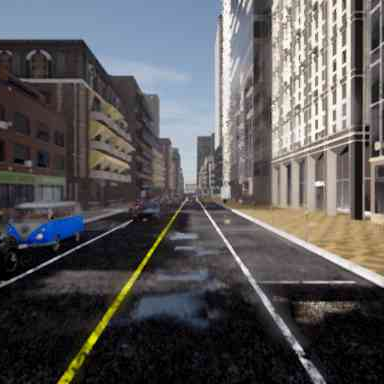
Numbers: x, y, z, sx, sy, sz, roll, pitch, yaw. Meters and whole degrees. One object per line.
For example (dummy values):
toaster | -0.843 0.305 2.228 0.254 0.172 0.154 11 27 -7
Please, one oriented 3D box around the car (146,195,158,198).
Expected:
car | -5.686 1.412 41.542 1.802 1.307 4.206 0 0 0

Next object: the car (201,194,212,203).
car | 2.697 1.188 64.134 1.967 1.590 4.097 0 0 0

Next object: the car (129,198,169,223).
car | -3.098 1.442 24.601 2.033 1.411 5.357 0 0 0

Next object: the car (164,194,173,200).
car | -5.683 1.256 81.081 1.947 1.339 4.313 0 0 0

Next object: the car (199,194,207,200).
car | 2.699 1.256 81.081 1.947 1.339 4.313 0 0 0

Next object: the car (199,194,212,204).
car | 2.696 1.293 58.657 1.752 1.417 4.829 0 0 0

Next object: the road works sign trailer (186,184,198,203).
road works sign trailer | 0.007 0.212 64.290 2.380 3.560 2.880 0 0 0

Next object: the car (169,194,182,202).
car | -3.008 1.266 65.769 1.812 1.442 4.674 0 0 1

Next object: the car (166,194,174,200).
car | -5.682 1.198 86.560 1.752 1.417 4.829 0 0 0

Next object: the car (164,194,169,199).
car | -5.684 1.208 58.487 1.967 1.590 4.097 0 0 0

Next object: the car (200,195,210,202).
car | 2.697 1.278 69.784 2.008 1.369 4.403 0 0 0

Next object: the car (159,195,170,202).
car | -5.683 1.279 69.784 2.008 1.369 4.403 0 0 0

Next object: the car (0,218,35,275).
car | -5.690 1.533 7.651 1.947 1.339 4.313 0 0 0

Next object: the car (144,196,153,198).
car | -5.687 1.432 35.893 1.802 1.307 4.206 0 0 0

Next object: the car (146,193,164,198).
car | -5.686 1.124 47.189 2.192 1.841 5.009 0 0 0

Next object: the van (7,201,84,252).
van | -5.689 1.284 13.299 1.690 1.788 3.998 0 0 0
